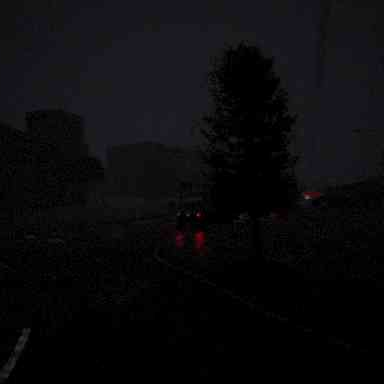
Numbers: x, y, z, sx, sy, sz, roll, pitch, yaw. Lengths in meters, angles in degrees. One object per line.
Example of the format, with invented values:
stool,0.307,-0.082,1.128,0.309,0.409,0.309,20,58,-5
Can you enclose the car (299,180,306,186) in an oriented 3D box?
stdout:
car,21.092,-1.342,70.955,5.008,1.535,2.097,-3,2,16

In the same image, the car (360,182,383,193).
car,28.323,-0.707,50.501,4.792,1.488,2.163,-1,3,16

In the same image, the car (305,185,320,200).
car,15.801,0.236,41.113,4.674,1.442,1.812,0,3,41

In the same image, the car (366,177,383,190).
car,33.607,-1.534,57.788,5.566,2.045,2.435,-1,3,16

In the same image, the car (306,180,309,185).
car,22.807,-1.642,73.330,4.553,1.767,2.185,-3,2,16

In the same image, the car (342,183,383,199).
car,21.106,-0.132,40.876,4.553,1.767,2.185,-1,3,17

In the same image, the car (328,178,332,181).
car,32.971,-2.697,87.641,5.566,2.045,2.435,-2,2,16

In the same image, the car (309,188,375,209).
car,13.950,0.720,31.293,5.008,1.535,2.097,-1,3,17

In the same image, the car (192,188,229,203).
car,2.528,0.472,44.540,4.553,1.767,2.185,-3,2,15

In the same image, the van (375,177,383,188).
van,37.161,-1.871,62.639,4.442,1.987,1.878,-1,3,16

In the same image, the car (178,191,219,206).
car,0.852,0.804,42.137,4.792,1.488,2.163,-3,2,15

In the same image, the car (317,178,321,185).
car,27.896,-2.010,80.498,5.008,1.535,2.097,-2,2,16

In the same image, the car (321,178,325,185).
car,29.590,-2.160,82.885,5.008,1.535,2.097,-2,2,16

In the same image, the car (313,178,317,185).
car,26.207,-1.976,78.099,4.553,1.767,2.185,-3,2,16

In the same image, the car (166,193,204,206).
car,-0.861,0.992,39.727,4.674,1.452,2.002,-3,2,15

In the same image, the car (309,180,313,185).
car,24.486,-1.646,75.741,4.674,1.452,2.002,-3,2,16

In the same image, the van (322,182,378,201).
van,15.855,0.311,33.641,4.442,1.987,1.878,-1,3,17

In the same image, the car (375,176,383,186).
car,40.544,-2.241,67.530,5.566,2.045,2.435,-1,3,16

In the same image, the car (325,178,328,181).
car,31.126,-2.305,85.315,5.366,1.575,1.946,-2,2,16

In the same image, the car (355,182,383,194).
car,26.521,-0.553,48.082,4.892,1.521,2.231,-1,3,16

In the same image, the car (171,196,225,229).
car,0.934,1.419,23.116,2.097,1.767,4.553,-1,2,34

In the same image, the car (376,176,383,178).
car,30.092,-1.170,52.915,5.566,2.045,2.435,-1,3,16

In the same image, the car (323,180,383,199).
car,17.508,0.106,36.070,5.566,2.045,2.435,-1,3,17

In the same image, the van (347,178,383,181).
van,23.041,-0.417,43.231,4.442,1.987,1.878,-1,3,17
